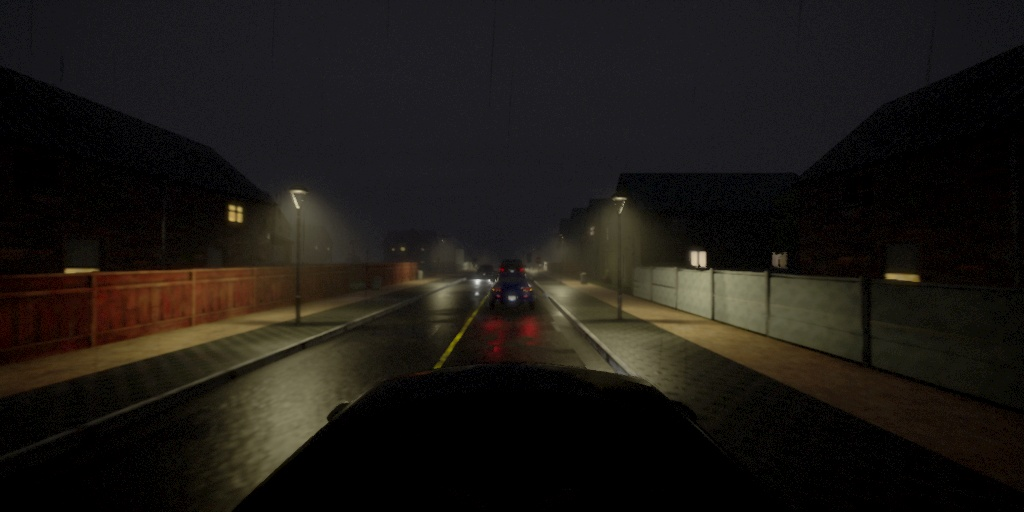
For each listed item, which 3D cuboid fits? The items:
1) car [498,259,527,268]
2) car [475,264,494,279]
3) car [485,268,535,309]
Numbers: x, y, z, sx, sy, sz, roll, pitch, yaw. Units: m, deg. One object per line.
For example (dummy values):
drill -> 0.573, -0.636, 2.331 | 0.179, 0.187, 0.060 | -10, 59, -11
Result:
car -> 0.010, 1.272, 29.427 | 2.150, 2.045, 5.566 | 0, 0, 0
car -> -2.769, 1.650, 38.387 | 1.837, 1.490, 4.892 | 0, -1, 1
car -> 0.024, 1.426, 15.741 | 1.812, 1.442, 4.674 | 0, 0, 1
